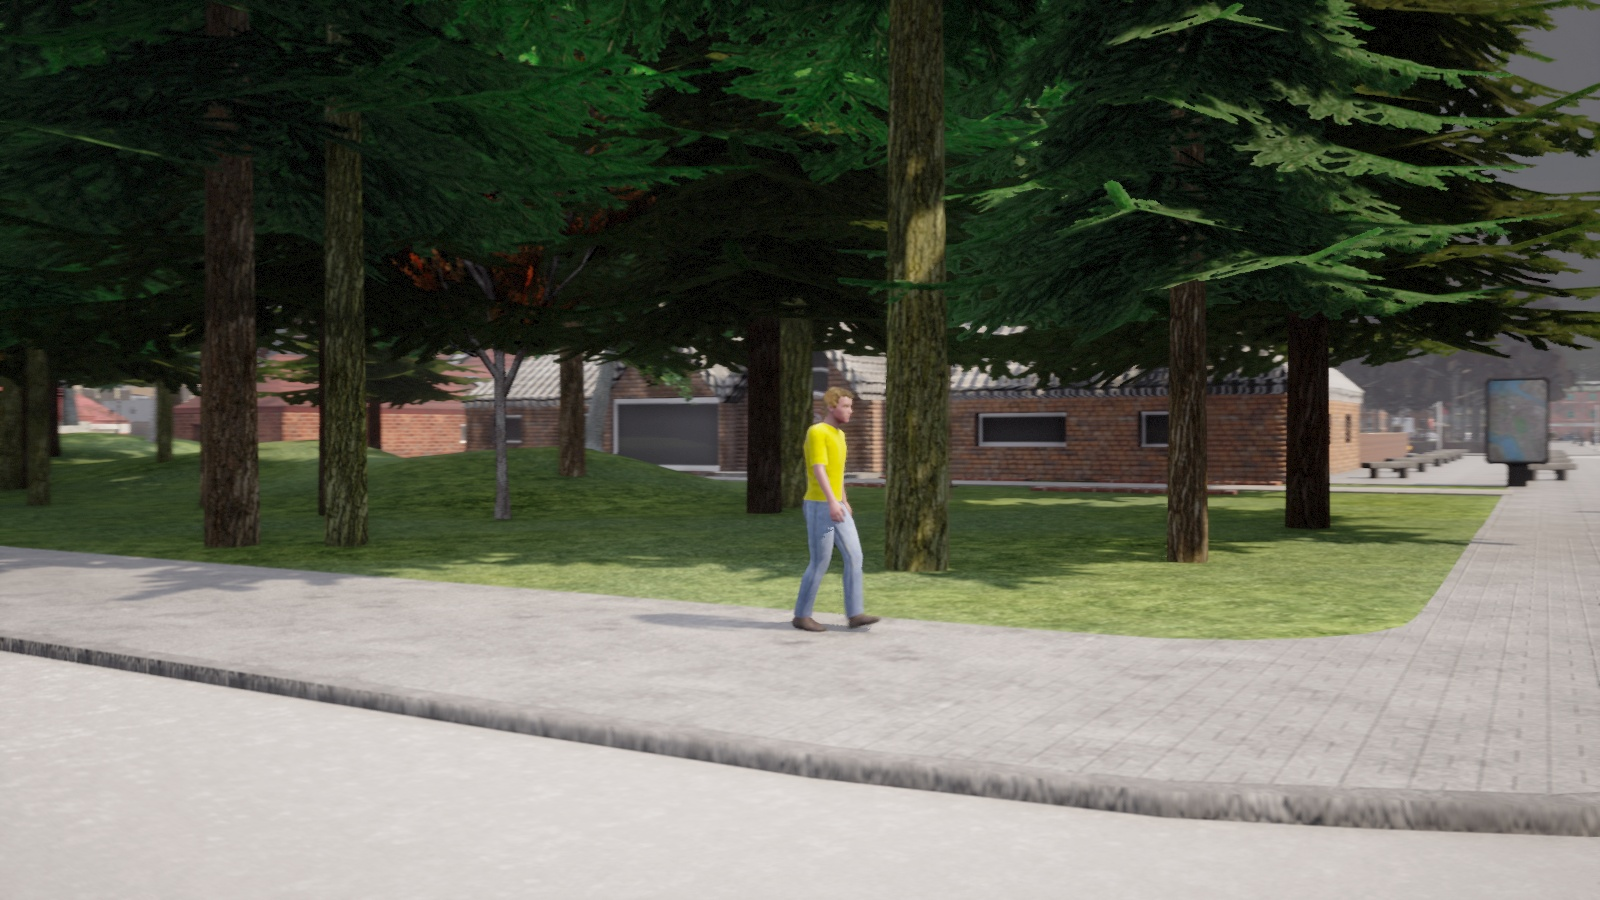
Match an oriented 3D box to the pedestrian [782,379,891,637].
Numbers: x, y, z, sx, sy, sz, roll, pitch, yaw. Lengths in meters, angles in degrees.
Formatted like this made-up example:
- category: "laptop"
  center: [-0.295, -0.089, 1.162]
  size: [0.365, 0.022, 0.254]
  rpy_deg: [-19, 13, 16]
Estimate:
- category: "pedestrian"
  center: [0.269, 0.411, 9.251]
  size: [0.706, 1.836, 0.354]
  rpy_deg: [1, 1, 27]
